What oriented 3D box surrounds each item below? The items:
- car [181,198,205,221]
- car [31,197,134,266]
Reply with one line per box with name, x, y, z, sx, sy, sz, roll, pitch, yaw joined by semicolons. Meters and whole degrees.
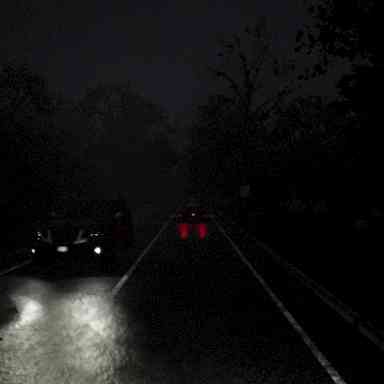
car;0.102;1.473;26.912;1.812;1.442;4.674;0;0;0
car;-3.517;1.221;11.864;2.150;2.045;5.566;0;0;0
